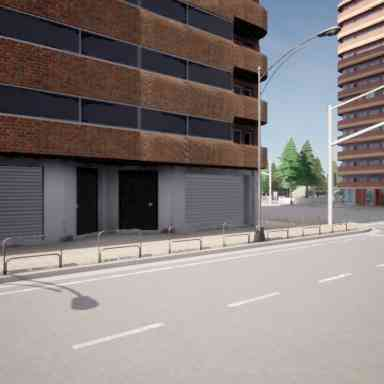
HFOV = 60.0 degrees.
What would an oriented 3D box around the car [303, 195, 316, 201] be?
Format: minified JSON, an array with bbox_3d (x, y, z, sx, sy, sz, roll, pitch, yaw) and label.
[{"bbox_3d":[27.148,1.469,76.842,4.674,1.442,1.812,0,0,-34],"label":"car"}]
